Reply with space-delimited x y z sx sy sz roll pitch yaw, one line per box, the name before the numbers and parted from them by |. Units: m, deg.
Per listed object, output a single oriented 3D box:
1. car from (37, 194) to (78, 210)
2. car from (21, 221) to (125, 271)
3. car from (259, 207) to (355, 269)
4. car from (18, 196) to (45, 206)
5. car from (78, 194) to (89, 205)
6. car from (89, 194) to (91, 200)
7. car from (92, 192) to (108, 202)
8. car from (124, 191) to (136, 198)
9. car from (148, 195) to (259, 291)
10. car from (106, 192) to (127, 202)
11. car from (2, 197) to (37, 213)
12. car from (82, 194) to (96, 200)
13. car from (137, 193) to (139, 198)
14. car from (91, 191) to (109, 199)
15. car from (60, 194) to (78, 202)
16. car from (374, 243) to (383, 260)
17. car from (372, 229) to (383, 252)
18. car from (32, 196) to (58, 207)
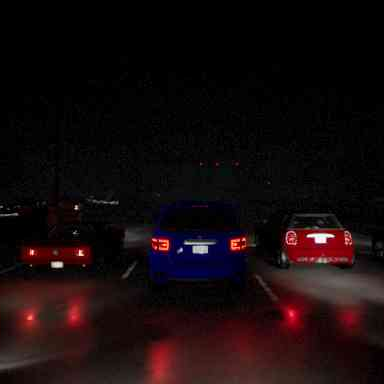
car | -14.397 1.220 35.819 2.097 1.767 4.553 0 0 -1
car | -3.475 1.585 10.801 1.895 1.301 4.718 0 0 0
car | 3.519 1.335 11.257 2.097 1.767 4.553 0 0 0
car | -25.054 1.369 52.035 1.895 1.301 4.718 0 0 0
car | -18.055 1.371 51.772 1.895 1.301 4.718 0 0 0
car | -21.600 1.255 64.273 1.994 1.385 4.181 0 0 0
car | -18.134 1.211 68.245 2.033 1.411 5.357 0 0 -1
car | -14.707 0.854 75.356 2.150 2.045 5.566 0 0 -1
car | 0.054 1.208 9.160 2.150 2.045 5.566 0 0 -2
car | -14.633 1.239 64.865 2.033 1.411 5.357 0 0 0
car | -17.887 1.379 34.778 1.837 1.490 4.892 0 0 -1
car | -25.297 1.129 81.922 2.033 1.411 5.357 0 0 -1
car | -14.886 1.108 85.437 2.033 1.411 5.357 0 0 -3
car | -21.740 0.966 78.255 2.097 1.767 4.553 0 0 -1
car | -25.134 1.171 68.244 1.837 1.490 4.892 0 0 -1
car | 3.597 1.490 2.113 2.128 1.511 4.902 0 0 0
car | 7.030 1.478 9.356 2.128 1.511 4.902 0 0 0
car | -21.527 1.314 48.824 1.812 1.442 4.674 0 0 -1
